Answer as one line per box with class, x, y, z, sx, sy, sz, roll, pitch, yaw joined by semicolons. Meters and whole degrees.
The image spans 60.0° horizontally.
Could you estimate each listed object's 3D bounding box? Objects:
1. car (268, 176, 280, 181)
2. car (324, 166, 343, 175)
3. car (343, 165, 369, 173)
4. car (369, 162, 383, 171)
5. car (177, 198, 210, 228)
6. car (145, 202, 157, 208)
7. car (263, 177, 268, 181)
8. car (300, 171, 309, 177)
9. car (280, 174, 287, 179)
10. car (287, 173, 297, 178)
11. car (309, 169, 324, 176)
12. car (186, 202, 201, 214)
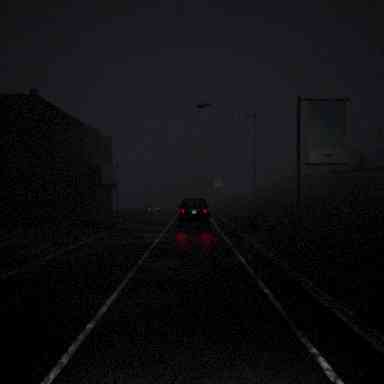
car;21.573;-3.429;84.611;2.185;1.767;4.553;0;0;-1
car;22.963;-3.260;51.567;2.185;1.767;4.553;0;0;-5
car;23.578;-3.058;45.873;2.163;1.488;4.792;0;0;-6
car;24.275;-3.003;40.398;2.002;1.452;4.674;0;0;-7
car;0.126;1.461;24.273;2.150;2.045;5.566;0;-1;0
car;-9.106;2.922;73.538;1.812;1.442;4.674;0;-2;-21
car;21.458;-3.271;90.103;2.002;1.452;4.674;0;0;-1
car;22.152;-3.183;62.610;2.002;1.452;4.674;0;0;-2
car;21.801;-3.284;73.672;2.231;1.521;4.892;0;0;-1
car;21.924;-3.263;68.154;2.231;1.521;4.892;0;0;-1
car;22.500;-3.179;57.073;2.097;1.535;5.008;0;0;-4
car;0.144;1.972;41.600;1.812;1.442;4.674;0;-1;0
